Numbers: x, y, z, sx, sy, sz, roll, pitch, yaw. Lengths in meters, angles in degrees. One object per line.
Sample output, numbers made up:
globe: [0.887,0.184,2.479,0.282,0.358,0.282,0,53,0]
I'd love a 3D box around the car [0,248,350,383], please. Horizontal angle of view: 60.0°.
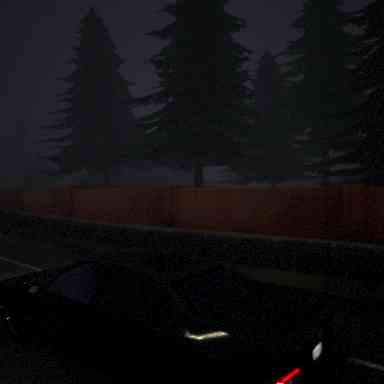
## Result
car: [-0.800,1.550,4.685,5.357,1.411,2.033,0,0,37]
